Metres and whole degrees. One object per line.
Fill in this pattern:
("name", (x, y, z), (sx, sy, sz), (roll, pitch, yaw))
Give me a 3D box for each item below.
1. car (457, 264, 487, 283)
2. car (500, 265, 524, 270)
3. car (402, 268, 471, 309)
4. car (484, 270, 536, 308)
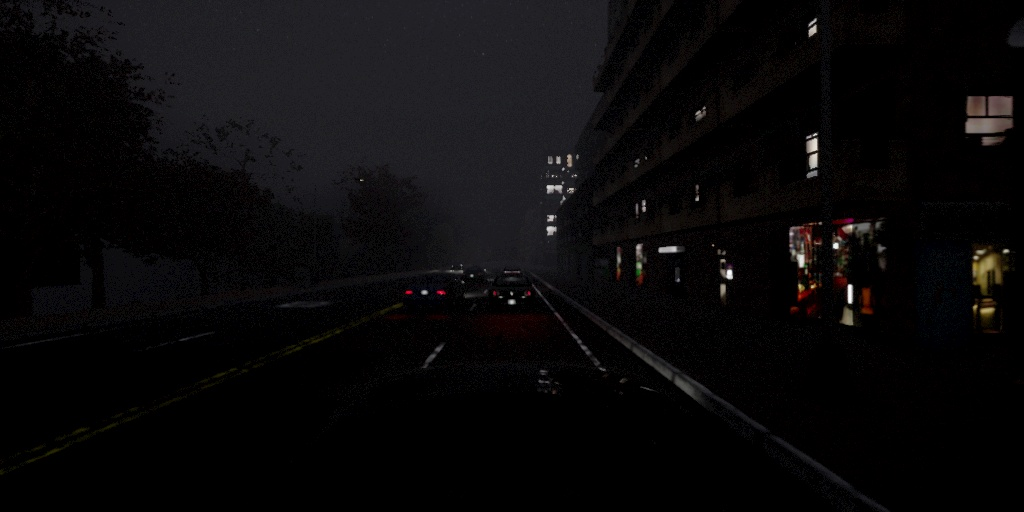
("car", (-3.256, 1.603, 31.102), (1.994, 1.385, 4.181), (0, -1, 0))
("car", (-0.006, 1.532, 31.149), (2.128, 1.511, 4.902), (0, 0, 0))
("car", (-3.253, 1.435, 15.846), (2.033, 1.411, 5.357), (0, -1, 0))
("car", (-0.003, 1.490, 15.964), (1.895, 1.301, 4.718), (0, -1, 0))
